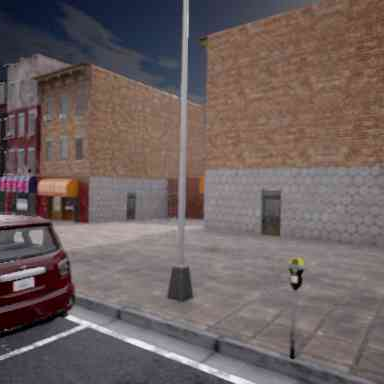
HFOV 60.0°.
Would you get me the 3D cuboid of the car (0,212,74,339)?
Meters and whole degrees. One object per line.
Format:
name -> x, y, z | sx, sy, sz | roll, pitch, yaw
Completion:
car -> -4.130, 1.274, 5.735 | 5.009, 1.841, 2.192 | 0, 1, 36
